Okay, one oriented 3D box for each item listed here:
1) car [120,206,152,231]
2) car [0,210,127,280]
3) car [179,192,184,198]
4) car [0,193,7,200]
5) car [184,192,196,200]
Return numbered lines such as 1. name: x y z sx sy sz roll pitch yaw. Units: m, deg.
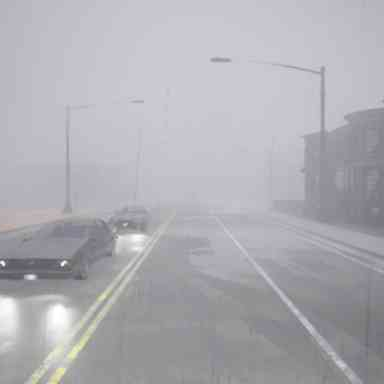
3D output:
1. car: -3.505 1.516 19.483 1.994 1.385 4.181 0 0 0
2. car: -3.596 1.508 10.067 2.033 1.411 5.357 0 0 0
3. car: -2.038 0.634 85.776 2.128 1.511 4.902 0 2 -17
4. car: -45.137 1.109 82.364 5.027 1.636 2.152 0 0 -1
5. car: -0.180 1.002 75.884 1.895 1.301 4.718 0 1 -4
